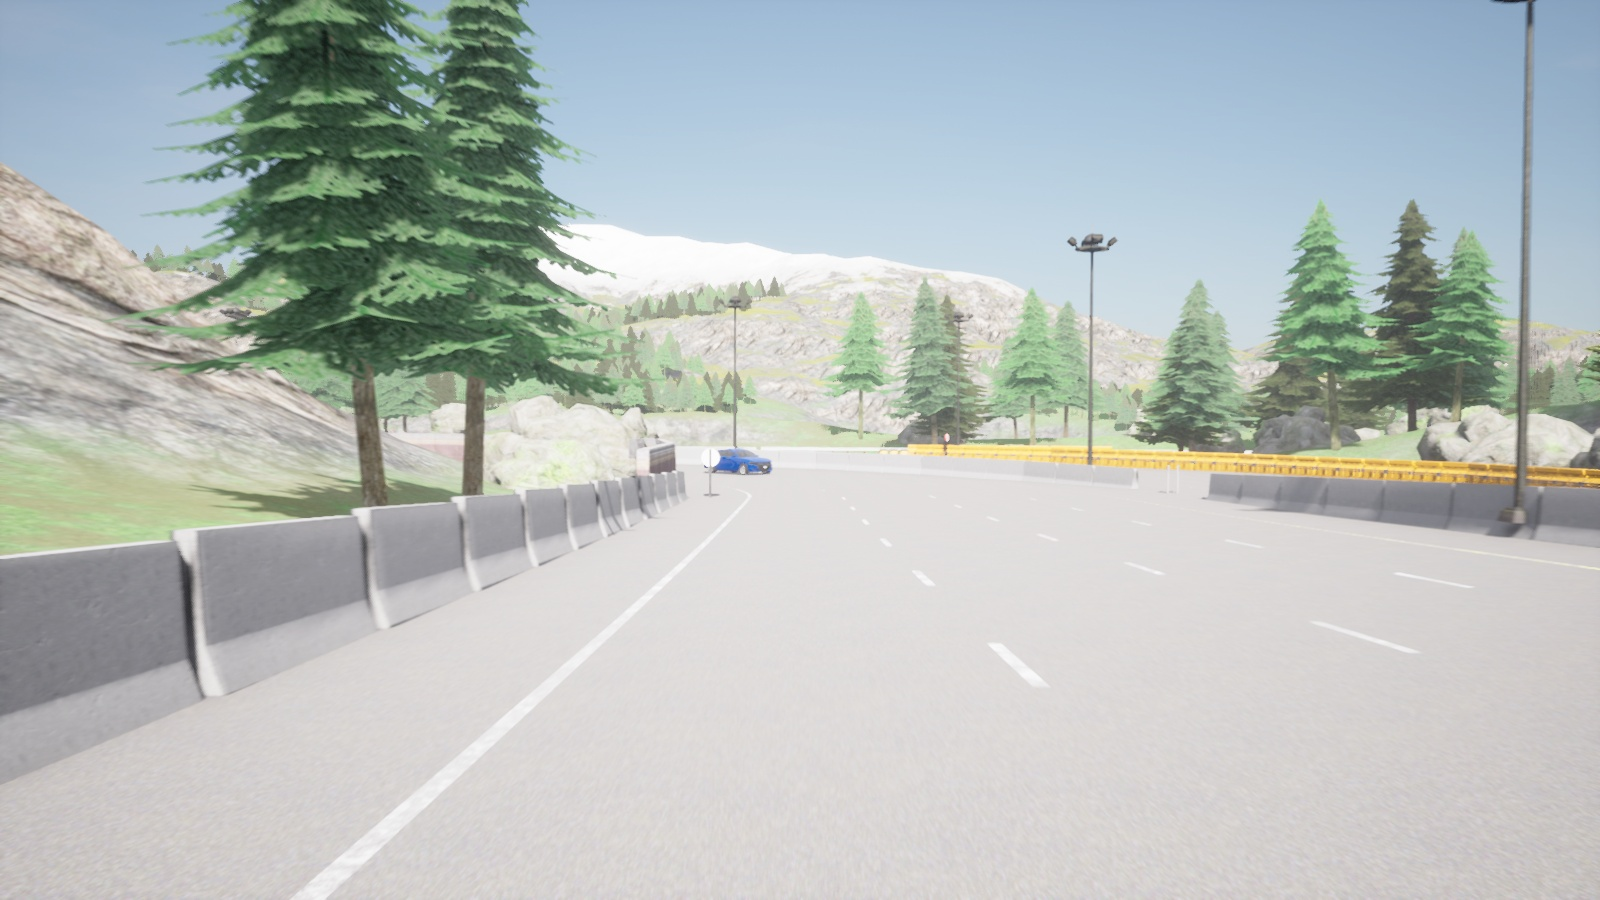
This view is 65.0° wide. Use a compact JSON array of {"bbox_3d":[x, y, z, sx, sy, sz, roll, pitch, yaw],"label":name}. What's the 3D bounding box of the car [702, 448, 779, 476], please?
[{"bbox_3d":[-3.611,0.707,75.407,1.882,1.535,5.008,-1,2,-41],"label":"car"}]
